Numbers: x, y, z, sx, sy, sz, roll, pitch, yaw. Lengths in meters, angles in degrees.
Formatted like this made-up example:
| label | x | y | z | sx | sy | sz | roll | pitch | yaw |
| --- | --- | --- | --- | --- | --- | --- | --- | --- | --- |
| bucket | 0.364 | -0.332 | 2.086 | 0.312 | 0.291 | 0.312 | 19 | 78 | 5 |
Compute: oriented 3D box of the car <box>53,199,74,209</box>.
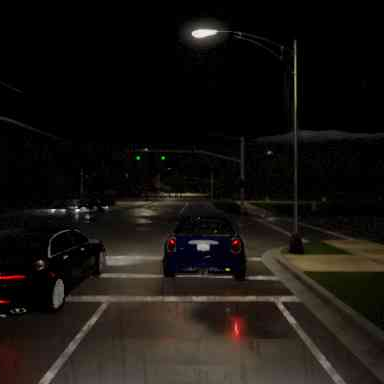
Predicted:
| label | x | y | z | sx | sy | sz | roll | pitch | yaw |
| --- | --- | --- | --- | --- | --- | --- | --- | --- | --- |
| car | -17.981 | 1.688 | 47.337 | 1.895 | 1.301 | 4.718 | 0 | 0 | 1 |

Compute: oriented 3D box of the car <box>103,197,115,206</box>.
| label | x | y | z | sx | sy | sz | roll | pitch | yaw |
| --- | --- | --- | --- | --- | --- | --- | --- | --- | --- |
| car | -14.291 | 1.607 | 56.140 | 1.837 | 1.490 | 4.892 | 0 | 0 | 1 |

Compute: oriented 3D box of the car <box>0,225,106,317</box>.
| label | x | y | z | sx | sy | sz | roll | pitch | yaw |
| --- | --- | --- | --- | --- | --- | --- | --- | --- | --- |
| car | -3.377 | 1.520 | 7.569 | 1.837 | 1.490 | 4.892 | 0 | 0 | 0 |

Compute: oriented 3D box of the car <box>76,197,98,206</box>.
| label | x | y | z | sx | sy | sz | roll | pitch | yaw |
| --- | --- | --- | --- | --- | --- | --- | --- | --- | --- |
| car | -17.777 | 1.595 | 56.418 | 2.128 | 1.511 | 4.902 | 0 | 0 | 1 |

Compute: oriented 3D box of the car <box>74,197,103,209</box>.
| label | x | y | z | sx | sy | sz | roll | pitch | yaw |
| --- | --- | --- | --- | --- | --- | --- | --- | --- | --- |
| car | -14.490 | 1.590 | 46.765 | 1.837 | 1.490 | 4.892 | 0 | 0 | 1 |

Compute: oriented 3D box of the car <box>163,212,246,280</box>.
| label | x | y | z | sx | sy | sz | roll | pitch | yaw |
| --- | --- | --- | --- | --- | --- | --- | --- | --- | --- |
| car | 0.474 | 1.370 | 10.216 | 2.097 | 1.767 | 4.553 | 0 | 0 | 5 |
